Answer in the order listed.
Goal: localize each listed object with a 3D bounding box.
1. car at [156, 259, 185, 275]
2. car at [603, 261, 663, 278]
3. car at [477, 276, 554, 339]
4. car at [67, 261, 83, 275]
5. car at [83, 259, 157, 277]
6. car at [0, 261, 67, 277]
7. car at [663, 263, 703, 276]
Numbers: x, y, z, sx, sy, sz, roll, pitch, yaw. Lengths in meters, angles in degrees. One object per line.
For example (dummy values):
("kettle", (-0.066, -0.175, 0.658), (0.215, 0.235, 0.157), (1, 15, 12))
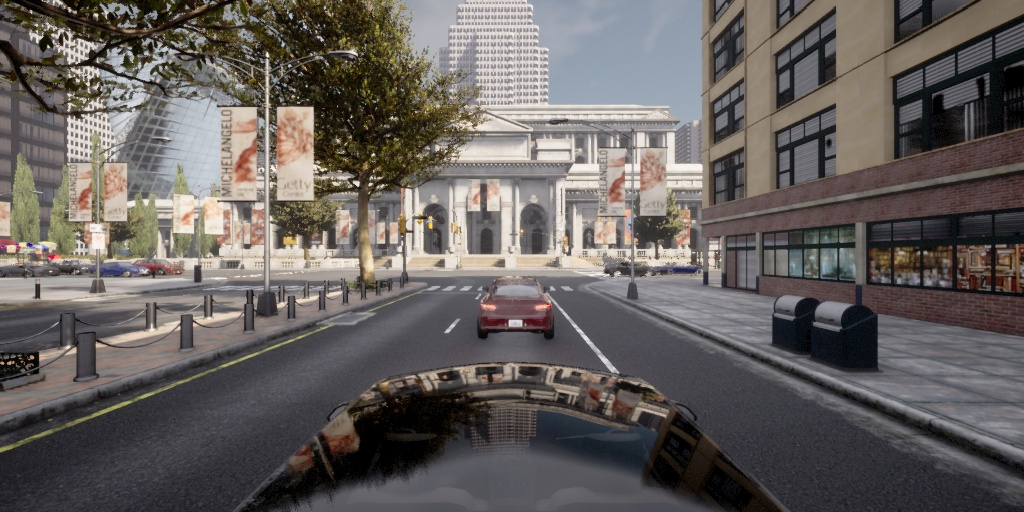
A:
("car", (-37.295, 1.102, 37.701), (4.553, 1.767, 2.097), (0, 0, 0))
("car", (11.075, 1.254, 33.671), (4.892, 1.490, 1.837), (0, 0, 1))
("car", (0.115, 1.276, 9.996), (1.812, 1.442, 4.674), (0, 0, 1))
("car", (-46.249, 1.241, 37.743), (4.902, 1.511, 2.128), (0, 0, 0))
("car", (-37.329, 1.276, 34.206), (4.674, 1.442, 1.812), (0, 0, 0))
("car", (-46.089, 1.314, 34.235), (4.181, 1.385, 1.994), (0, 0, -1))
("car", (17.404, 1.351, 37.099), (4.718, 1.301, 1.895), (0, 0, 1))
